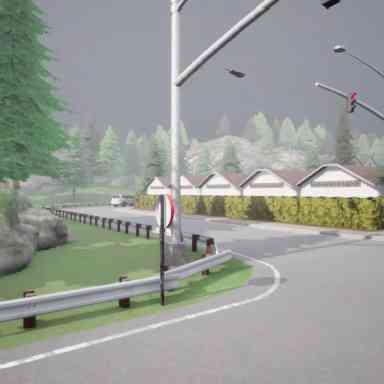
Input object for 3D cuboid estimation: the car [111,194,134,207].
[{"bbox_3d":[-10.501,1.396,53.881,2.150,2.045,5.566,0,0,36],"label":"car"}]
